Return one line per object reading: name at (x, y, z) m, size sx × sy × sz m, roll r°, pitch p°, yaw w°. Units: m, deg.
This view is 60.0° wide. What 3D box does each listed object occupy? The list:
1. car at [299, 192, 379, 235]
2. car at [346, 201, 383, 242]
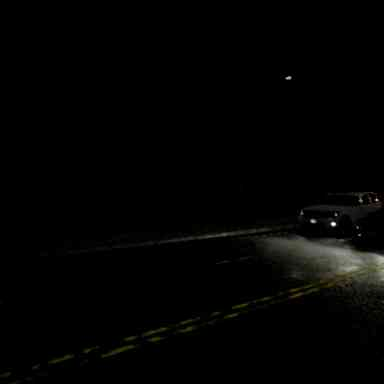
car at (8.043, 1.027, 17.724) m, size 5.566 × 2.045 × 2.150 m, roll -1°, pitch 0°, yaw -37°
car at (8.943, 1.296, 14.335) m, size 5.008 × 1.535 × 1.882 m, roll -1°, pitch 0°, yaw -37°
